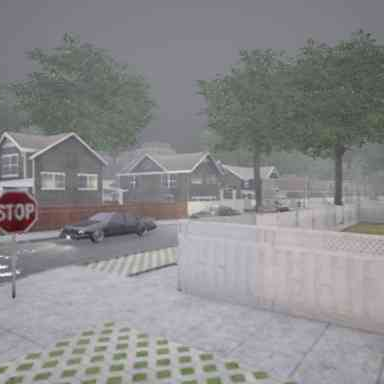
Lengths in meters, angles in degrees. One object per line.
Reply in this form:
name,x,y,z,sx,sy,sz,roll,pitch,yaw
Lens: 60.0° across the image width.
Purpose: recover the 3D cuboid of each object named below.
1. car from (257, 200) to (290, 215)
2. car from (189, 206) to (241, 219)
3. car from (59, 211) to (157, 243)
car,8.727,1.662,35.496,2.097,1.767,4.553,0,-1,36
car,1.895,1.781,25.936,2.033,1.411,5.357,0,-1,36
car,-4.150,1.718,17.471,2.033,1.411,5.357,0,-1,35
